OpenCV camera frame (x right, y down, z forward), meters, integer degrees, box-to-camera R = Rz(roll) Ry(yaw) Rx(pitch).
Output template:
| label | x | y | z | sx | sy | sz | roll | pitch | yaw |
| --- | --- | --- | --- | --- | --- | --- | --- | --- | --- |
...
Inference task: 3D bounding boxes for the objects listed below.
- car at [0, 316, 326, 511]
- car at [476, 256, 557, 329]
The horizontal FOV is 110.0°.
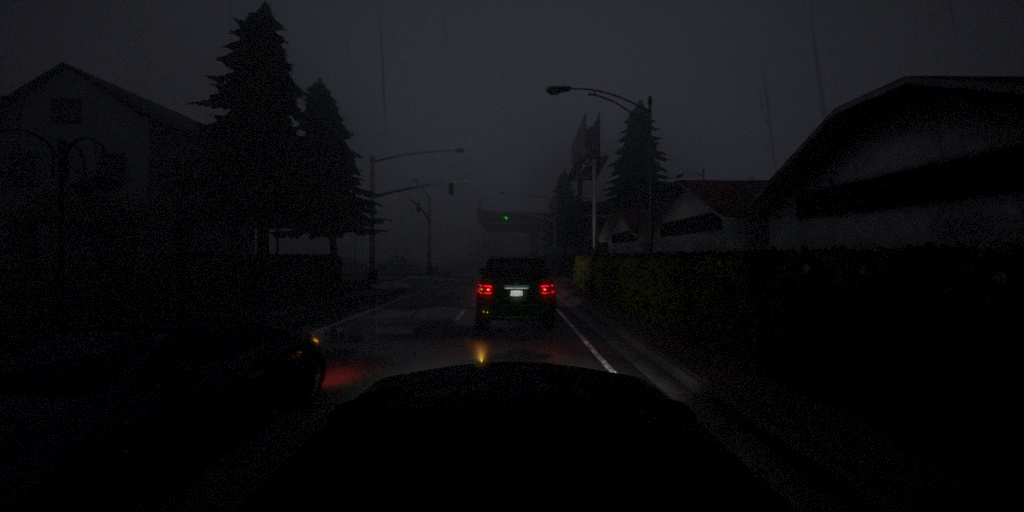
| label | x | y | z | sx | sy | sz | roll | pitch | yaw |
| --- | --- | --- | --- | --- | --- | --- | --- | --- | --- |
| car | -3.600 | 1.319 | 3.363 | 1.994 | 1.385 | 4.181 | 0 | 0 | -1 |
| car | 0.102 | 1.005 | 11.507 | 2.150 | 2.045 | 5.566 | 0 | 0 | 0 |
